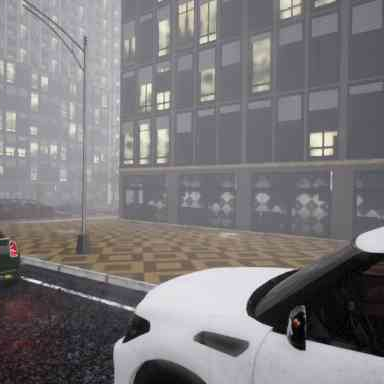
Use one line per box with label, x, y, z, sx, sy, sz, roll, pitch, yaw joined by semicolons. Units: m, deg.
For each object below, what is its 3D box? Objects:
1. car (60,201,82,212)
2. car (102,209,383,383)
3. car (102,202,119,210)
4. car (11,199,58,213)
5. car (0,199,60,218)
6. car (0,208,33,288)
car;-15.322;1.776;39.652;1.895;1.301;4.718;1;0;36
car;1.919;1.222;2.313;5.566;2.045;2.150;0;0;36
car;-8.337;1.829;39.387;1.752;1.417;4.829;1;0;36
car;-18.632;1.641;39.533;1.752;1.417;4.829;1;0;36
car;-15.119;1.518;30.164;2.192;1.841;5.009;1;0;36
car;-6.157;1.348;8.049;4.553;1.767;2.097;0;0;35
